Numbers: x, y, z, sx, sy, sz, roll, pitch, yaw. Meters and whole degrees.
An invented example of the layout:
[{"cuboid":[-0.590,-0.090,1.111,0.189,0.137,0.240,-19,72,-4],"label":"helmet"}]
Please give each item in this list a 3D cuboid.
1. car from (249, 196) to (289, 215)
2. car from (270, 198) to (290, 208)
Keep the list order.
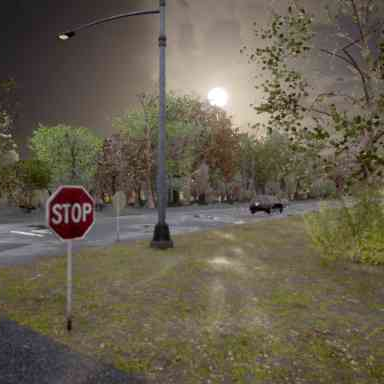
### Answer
[{"cuboid":[8.287,1.414,36.524,2.150,2.045,5.566,0,0,36],"label":"car"},{"cuboid":[15.454,1.874,58.346,1.837,1.490,4.892,0,1,36],"label":"car"}]
